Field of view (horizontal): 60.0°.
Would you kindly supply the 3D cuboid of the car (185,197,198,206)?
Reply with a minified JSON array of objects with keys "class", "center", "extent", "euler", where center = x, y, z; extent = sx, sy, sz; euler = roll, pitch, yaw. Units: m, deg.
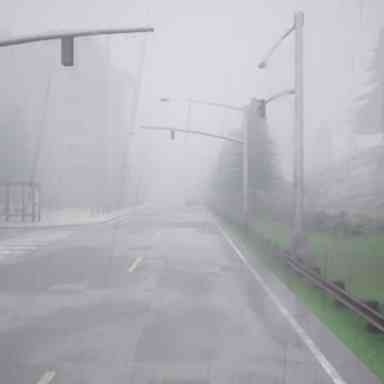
[{"class":"car","center":[-0.078,1.558,54.515],"extent":[1.994,1.385,4.181],"euler":[0,0,0]}]
